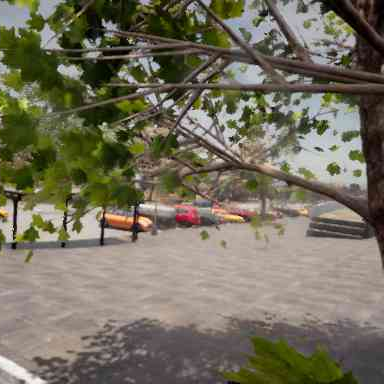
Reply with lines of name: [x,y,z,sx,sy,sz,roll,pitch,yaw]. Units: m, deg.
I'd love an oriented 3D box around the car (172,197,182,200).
car: [-3.679,1.581,59.076,1.882,1.535,5.008,7,2,36]

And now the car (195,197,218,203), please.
car: [1.916,2.097,61.730,2.033,1.411,5.357,7,2,36]

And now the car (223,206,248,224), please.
car: [3.593,2.859,40.105,5.366,1.575,1.946,7,2,16]

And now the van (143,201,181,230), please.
van: [-3.744,2.258,30.447,4.442,1.987,1.878,7,3,16]

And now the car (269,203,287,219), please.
car: [12.151,3.151,52.342,4.553,1.767,2.185,7,2,16]

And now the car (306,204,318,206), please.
car: [22.655,3.624,66.947,5.566,2.045,2.435,7,2,16]

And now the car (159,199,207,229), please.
car: [-1.880,2.330,32.846,5.566,2.045,2.435,7,3,16]

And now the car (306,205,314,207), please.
car: [20.730,3.747,64.565,5.366,1.575,1.946,7,2,16]

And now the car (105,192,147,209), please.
car: [-9.141,1.212,46.361,2.150,2.045,5.566,7,3,36]

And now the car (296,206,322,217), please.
car: [24.373,4.010,69.397,4.792,1.488,2.163,7,2,16]

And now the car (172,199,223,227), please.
car: [-0.053,2.423,35.270,5.566,2.045,2.435,7,2,16]

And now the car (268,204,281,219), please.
car: [10.461,3.068,49.881,4.553,1.767,2.185,7,2,16]

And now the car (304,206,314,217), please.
car: [19.341,3.686,62.035,5.366,1.575,1.946,7,2,16]

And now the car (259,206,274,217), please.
car: [8.673,3.102,47.456,4.892,1.521,2.231,7,3,16]

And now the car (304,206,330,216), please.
car: [27.896,4.201,74.271,5.008,1.535,2.097,7,2,16]

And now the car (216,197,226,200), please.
car: [5.423,1.694,71.581,1.882,1.535,5.008,7,2,36]

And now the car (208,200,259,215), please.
car: [5.221,2.681,42.575,5.566,2.045,2.435,7,2,16]

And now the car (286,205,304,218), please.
car: [15.721,3.222,57.199,5.566,2.045,2.435,7,2,16]

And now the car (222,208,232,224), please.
car: [1.649,2.795,37.725,4.674,1.452,2.002,7,2,16]

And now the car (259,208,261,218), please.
car: [6.945,3.045,45.024,4.792,1.488,2.163,7,2,16]

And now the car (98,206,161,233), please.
car: [-5.468,2.277,28.017,4.553,1.767,2.185,7,2,16]

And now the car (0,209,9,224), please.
car: [-15.478,1.419,23.166,1.882,1.535,5.008,6,1,37]
